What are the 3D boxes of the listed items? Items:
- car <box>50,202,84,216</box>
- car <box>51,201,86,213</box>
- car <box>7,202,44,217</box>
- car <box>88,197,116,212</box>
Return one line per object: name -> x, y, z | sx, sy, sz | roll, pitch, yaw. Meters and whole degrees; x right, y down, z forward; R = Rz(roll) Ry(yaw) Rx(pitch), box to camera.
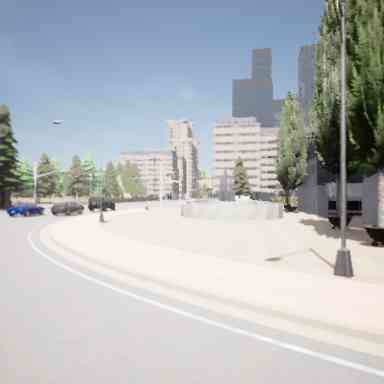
car -> -14.290, 1.903, 38.133 | 2.128, 1.511, 4.902 | 0, -1, 6
car -> -16.784, 2.039, 45.542 | 2.033, 1.411, 5.357 | 0, -1, 9
car -> -17.908, 1.856, 36.028 | 1.882, 1.535, 5.008 | 0, -1, 3
car -> -12.898, 1.749, 47.687 | 2.150, 2.045, 5.566 | 0, -1, 9
